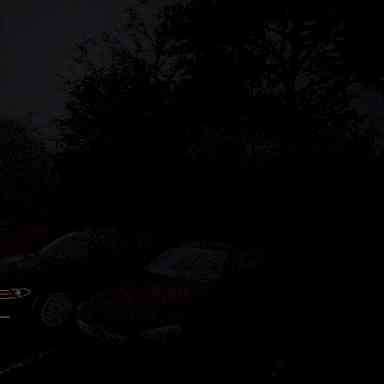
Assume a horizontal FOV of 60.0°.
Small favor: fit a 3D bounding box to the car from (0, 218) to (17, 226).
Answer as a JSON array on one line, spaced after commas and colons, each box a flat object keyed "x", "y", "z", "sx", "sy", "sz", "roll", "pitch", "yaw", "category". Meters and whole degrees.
[{"x": -6.537, "y": 1.516, "z": 10.481, "sx": 2.097, "sy": 1.535, "sz": 5.008, "roll": 0, "pitch": 0, "yaw": 36, "category": "car"}]

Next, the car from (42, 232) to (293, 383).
[{"x": 0.266, "y": 1.525, "z": 5.631, "sx": 2.002, "sy": 1.452, "sz": 4.674, "roll": 0, "pitch": 0, "yaw": 36, "category": "car"}]

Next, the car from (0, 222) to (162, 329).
[{"x": -2.000, "y": 1.491, "z": 7.253, "sx": 2.097, "sy": 1.535, "sz": 5.008, "roll": 0, "pitch": 0, "yaw": 36, "category": "car"}]
